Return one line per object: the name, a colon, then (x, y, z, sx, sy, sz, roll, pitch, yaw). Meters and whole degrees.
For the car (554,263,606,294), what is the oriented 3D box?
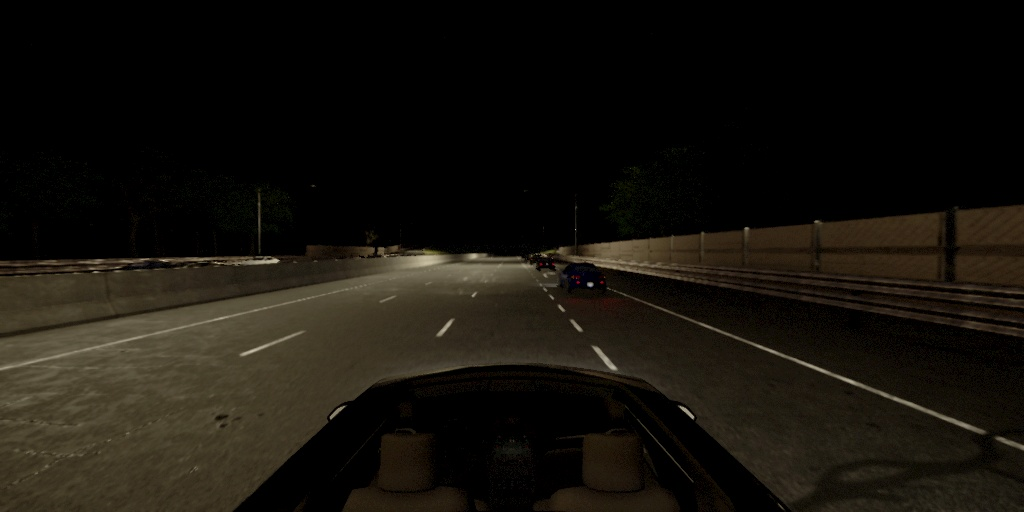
car: (3.495, 1.061, 18.289, 1.812, 1.442, 4.674, 0, 1, 0)

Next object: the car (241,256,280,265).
car: (-28.064, 0.779, 40.241, 1.812, 1.442, 4.674, 0, 1, 0)

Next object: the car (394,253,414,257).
car: (-17.518, 0.372, 59.806, 2.097, 1.767, 4.553, 0, 1, 1)

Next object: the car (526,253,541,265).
car: (3.493, 0.597, 54.044, 1.837, 1.490, 4.892, 0, 1, 0)

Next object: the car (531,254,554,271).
car: (3.489, 0.828, 38.072, 2.033, 1.411, 5.357, 0, 1, 0)

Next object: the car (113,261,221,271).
car: (-17.592, 1.027, 19.176, 1.837, 1.490, 4.892, 0, 1, 0)
